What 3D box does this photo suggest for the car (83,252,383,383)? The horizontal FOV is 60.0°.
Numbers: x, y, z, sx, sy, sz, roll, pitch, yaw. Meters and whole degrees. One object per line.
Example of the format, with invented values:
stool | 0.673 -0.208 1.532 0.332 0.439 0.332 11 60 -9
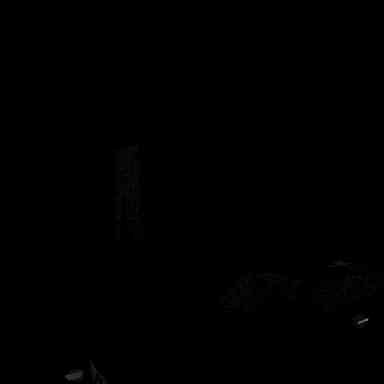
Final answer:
car | 1.104 1.551 4.106 4.674 1.442 1.812 1 0 -35
